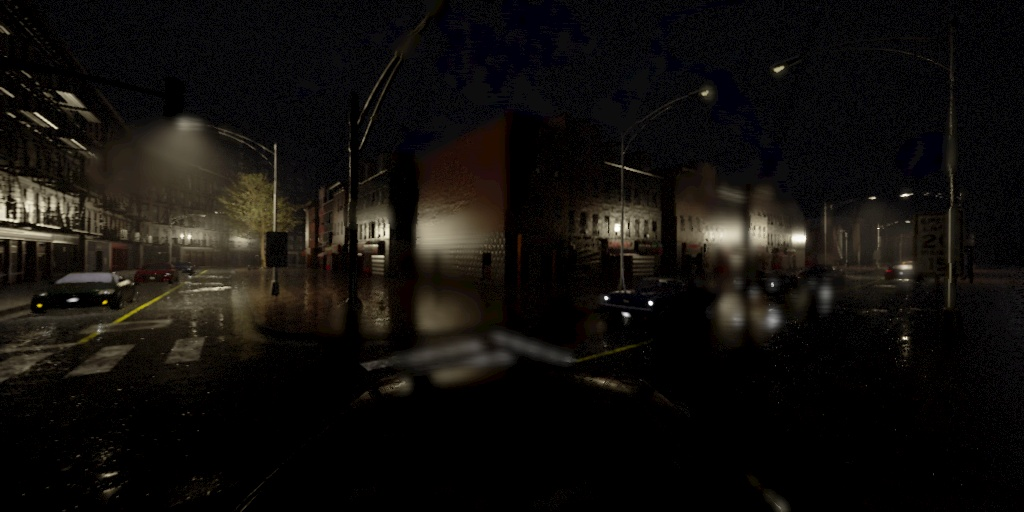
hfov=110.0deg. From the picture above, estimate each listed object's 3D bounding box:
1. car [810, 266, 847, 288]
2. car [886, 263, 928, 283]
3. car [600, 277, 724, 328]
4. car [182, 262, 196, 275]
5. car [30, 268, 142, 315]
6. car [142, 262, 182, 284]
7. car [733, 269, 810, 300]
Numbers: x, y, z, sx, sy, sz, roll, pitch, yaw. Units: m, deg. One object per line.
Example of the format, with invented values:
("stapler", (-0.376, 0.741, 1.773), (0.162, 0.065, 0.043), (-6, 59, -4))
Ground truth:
("car", (21.327, 1.374, 24.555), (5.357, 1.411, 2.033), (0, 0, -38))
("car", (32.947, 1.443, 30.036), (4.181, 1.385, 1.994), (0, 0, -38))
("car", (4.968, 1.365, 11.648), (4.718, 1.301, 1.895), (0, 0, -39))
("car", (-35.652, 1.350, 38.811), (1.812, 1.442, 4.674), (1, -1, -38))
("car", (-16.012, 1.303, 13.652), (1.994, 1.385, 4.181), (1, 0, -38))
("car", (-25.942, 1.248, 26.304), (1.882, 1.535, 5.008), (1, -1, -38))
("car", (12.948, 1.395, 17.954), (4.718, 1.301, 1.895), (0, 0, -38))
